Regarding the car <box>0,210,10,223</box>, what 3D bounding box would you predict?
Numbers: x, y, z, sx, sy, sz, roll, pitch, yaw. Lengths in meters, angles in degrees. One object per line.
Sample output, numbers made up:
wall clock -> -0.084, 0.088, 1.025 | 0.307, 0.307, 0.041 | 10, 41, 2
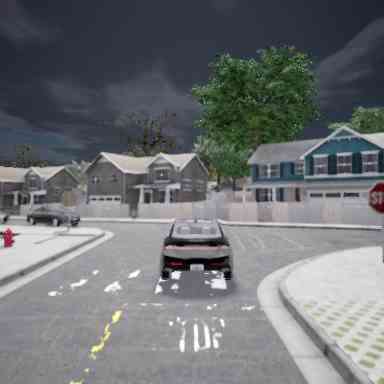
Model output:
car -> -18.610, 2.091, 30.208 | 4.902, 1.511, 2.128 | -2, -2, 30

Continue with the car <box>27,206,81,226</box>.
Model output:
car -> -10.535, 1.832, 25.291 | 4.892, 1.490, 1.837 | -2, -2, 32

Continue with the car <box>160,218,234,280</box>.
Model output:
car -> 0.119, 1.527, 10.075 | 2.128, 1.511, 4.902 | 0, 0, 0
